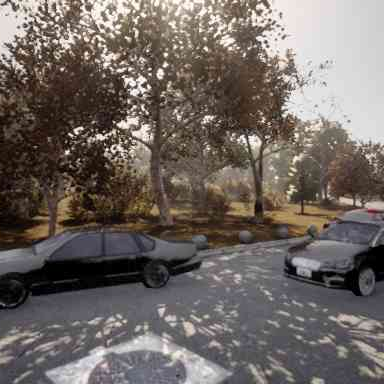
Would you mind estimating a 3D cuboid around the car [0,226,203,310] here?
[{"bbox_3d":[-2.401,1.558,7.899,5.357,1.411,2.033,0,0,-27],"label":"car"}]

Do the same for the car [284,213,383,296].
[{"bbox_3d":[4.471,1.522,8.771,4.902,1.511,2.128,0,0,-35],"label":"car"}]

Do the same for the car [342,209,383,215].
[{"bbox_3d":[7.901,1.574,15.402,5.008,1.535,1.882,1,-1,-40],"label":"car"}]
